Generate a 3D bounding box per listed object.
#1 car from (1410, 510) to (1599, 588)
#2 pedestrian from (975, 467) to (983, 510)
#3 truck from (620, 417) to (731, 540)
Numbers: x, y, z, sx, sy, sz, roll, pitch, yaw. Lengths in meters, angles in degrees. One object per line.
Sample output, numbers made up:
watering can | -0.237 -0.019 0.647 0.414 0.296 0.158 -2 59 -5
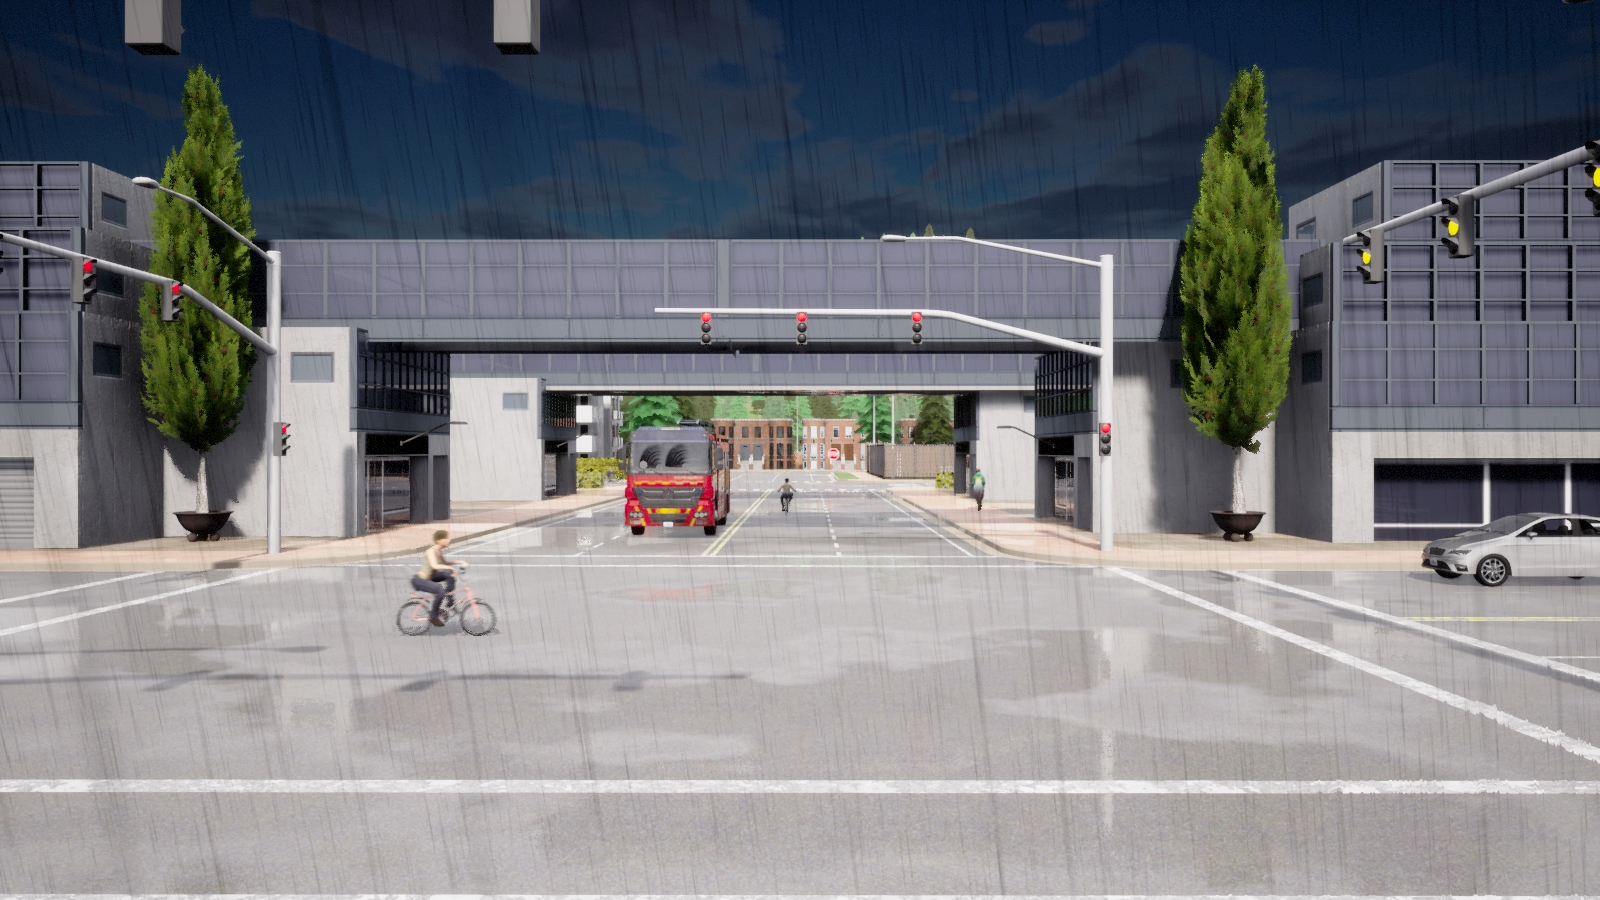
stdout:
car | 15.490 2.066 24.189 4.193 1.474 1.816 0 0 0
pedestrian | 7.846 1.698 50.092 0.375 1.860 0.375 0 0 10
truck | -4.133 0.890 39.814 2.891 3.827 8.468 0 0 0
